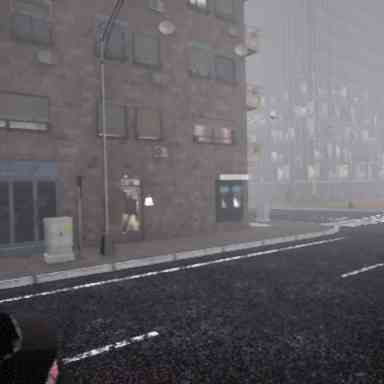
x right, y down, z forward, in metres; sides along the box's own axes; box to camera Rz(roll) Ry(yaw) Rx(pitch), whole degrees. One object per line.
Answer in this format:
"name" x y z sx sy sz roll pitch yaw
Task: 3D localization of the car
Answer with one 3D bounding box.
"car" -3.099 1.532 1.464 4.902 1.511 2.128 -1 1 -35
